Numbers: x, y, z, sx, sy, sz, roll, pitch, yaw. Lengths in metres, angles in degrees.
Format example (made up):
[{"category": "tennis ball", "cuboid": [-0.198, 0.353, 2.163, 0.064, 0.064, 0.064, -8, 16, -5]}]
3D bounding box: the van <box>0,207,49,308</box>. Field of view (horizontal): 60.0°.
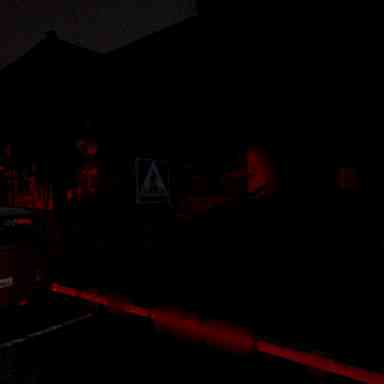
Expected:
[{"category": "van", "cuboid": [-4.901, 1.261, 6.814, 4.442, 1.987, 1.878, 0, 0, 36]}]
